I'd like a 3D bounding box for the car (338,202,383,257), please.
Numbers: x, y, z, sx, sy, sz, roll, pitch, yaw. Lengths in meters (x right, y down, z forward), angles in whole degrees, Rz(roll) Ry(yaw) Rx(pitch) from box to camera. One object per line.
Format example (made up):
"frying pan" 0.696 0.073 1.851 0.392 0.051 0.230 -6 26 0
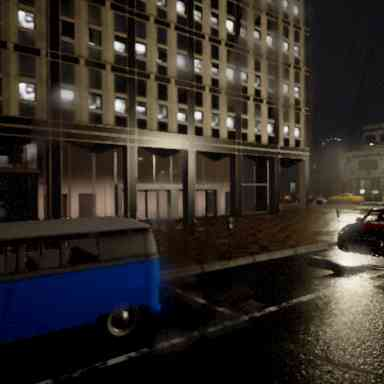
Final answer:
"car" 6.836 1.265 11.493 4.097 1.590 1.967 -1 1 -36

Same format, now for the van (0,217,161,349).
"van" -2.404 1.331 4.843 3.998 1.788 1.690 -1 1 -36

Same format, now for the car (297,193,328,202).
"car" 18.318 0.839 50.725 1.802 1.307 4.206 0 0 -35

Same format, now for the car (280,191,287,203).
"car" 11.441 0.648 45.934 2.192 1.841 5.009 0 0 -35

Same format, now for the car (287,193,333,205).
"car" 14.607 0.908 41.393 2.008 1.369 4.403 0 0 -35

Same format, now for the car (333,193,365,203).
"car" 21.386 0.806 46.321 1.752 1.417 4.829 0 0 -35
